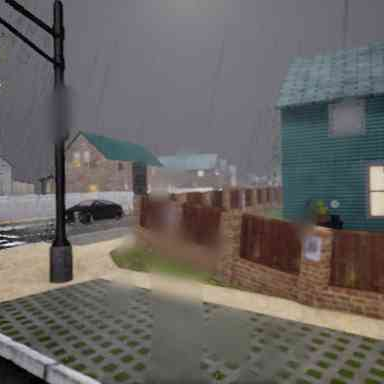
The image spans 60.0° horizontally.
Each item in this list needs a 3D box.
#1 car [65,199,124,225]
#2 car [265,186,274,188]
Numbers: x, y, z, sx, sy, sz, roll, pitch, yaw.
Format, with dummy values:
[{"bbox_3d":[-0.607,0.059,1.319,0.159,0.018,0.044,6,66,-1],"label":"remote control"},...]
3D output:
[{"bbox_3d":[-6.059,1.142,20.174,1.994,1.385,4.181,-1,1,29],"label":"car"},{"bbox_3d":[12.945,-0.163,54.792,2.097,1.767,4.553,-1,1,19],"label":"car"}]
